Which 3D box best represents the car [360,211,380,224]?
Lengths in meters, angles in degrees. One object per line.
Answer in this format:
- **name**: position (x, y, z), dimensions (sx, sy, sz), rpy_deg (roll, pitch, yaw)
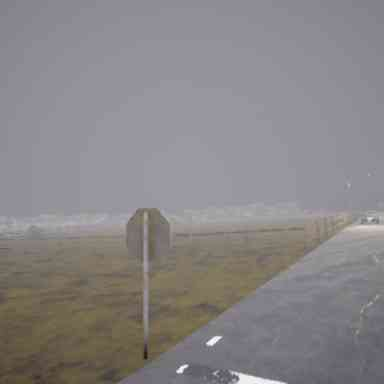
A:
- **car**: position (21.024, 2.943, 39.227), dimensions (2.128, 1.511, 4.902), rpy_deg (-4, -4, 30)
